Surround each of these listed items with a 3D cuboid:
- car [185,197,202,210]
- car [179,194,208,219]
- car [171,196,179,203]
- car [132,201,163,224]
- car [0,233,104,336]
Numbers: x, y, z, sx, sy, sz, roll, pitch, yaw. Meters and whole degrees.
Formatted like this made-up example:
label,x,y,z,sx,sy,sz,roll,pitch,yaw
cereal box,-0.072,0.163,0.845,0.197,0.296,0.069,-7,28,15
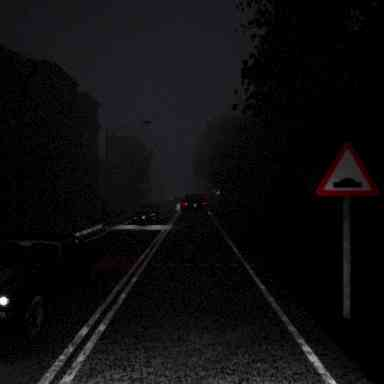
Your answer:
label,x,y,z,sx,sy,sz,roll,pitch,yaw
car,0.261,1.453,43.071,2.033,1.411,5.357,0,0,1
car,0.253,1.172,29.112,2.150,2.045,5.566,0,0,0
car,-3.016,1.398,63.324,1.895,1.301,4.718,0,0,1
car,-3.188,1.472,24.546,1.837,1.490,4.892,0,0,1
car,-3.329,1.592,6.770,1.895,1.301,4.718,0,0,0
